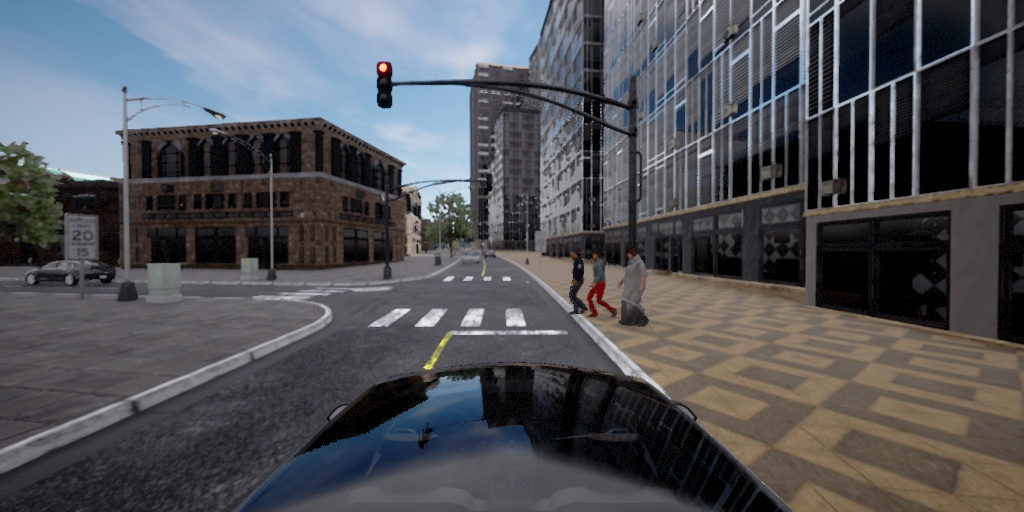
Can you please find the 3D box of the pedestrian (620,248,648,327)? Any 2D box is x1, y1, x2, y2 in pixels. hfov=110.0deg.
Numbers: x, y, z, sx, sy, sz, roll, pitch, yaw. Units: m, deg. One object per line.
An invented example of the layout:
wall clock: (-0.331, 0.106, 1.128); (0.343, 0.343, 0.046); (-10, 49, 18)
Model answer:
pedestrian: (2.831, 0.695, 8.359); (0.375, 1.860, 0.375); (1, 1, -1)

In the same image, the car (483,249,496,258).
car: (-3.640, -0.393, 59.371); (2.033, 1.411, 5.357); (0, 2, -7)

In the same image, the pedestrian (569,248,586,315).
pedestrian: (1.792, 0.653, 9.710); (0.375, 1.860, 0.375); (1, 1, -1)

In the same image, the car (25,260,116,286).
car: (-24.256, 0.879, 19.743); (4.403, 1.370, 2.007); (0, 0, 9)

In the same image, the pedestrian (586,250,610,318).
pedestrian: (2.210, 0.671, 9.223); (0.375, 1.860, 0.375); (1, 1, -1)

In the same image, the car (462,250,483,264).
car: (-4.592, 0.210, 40.644); (1.895, 1.301, 4.718); (0, 2, -5)
